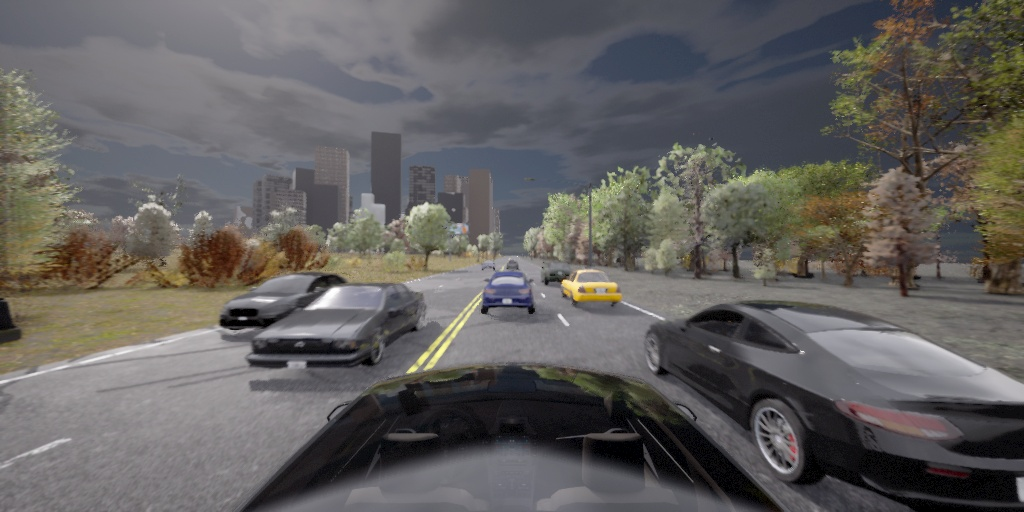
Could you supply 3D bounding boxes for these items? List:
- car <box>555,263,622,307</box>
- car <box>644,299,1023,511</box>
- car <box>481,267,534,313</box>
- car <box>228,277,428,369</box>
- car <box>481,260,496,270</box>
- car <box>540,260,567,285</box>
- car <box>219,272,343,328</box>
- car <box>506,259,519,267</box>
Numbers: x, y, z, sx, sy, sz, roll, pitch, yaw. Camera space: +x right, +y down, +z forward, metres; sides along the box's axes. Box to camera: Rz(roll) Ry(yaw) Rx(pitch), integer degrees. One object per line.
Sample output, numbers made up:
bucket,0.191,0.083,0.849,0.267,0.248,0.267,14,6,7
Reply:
car,3.251,1.243,15.699,1.801,1.575,5.366,0,0,0
car,3.254,1.274,4.505,1.812,1.442,4.674,0,0,0
car,-0.122,1.315,13.996,1.812,1.442,4.674,0,0,1
car,-3.349,1.320,8.248,2.033,1.411,5.357,0,0,0
car,-3.246,1.303,50.352,1.812,1.442,4.674,0,0,0
car,3.253,1.170,26.483,2.097,1.767,4.553,0,0,0
car,-6.598,1.287,11.211,1.837,1.490,4.892,0,0,0
car,0.084,1.357,55.235,2.128,1.511,4.902,0,0,0
